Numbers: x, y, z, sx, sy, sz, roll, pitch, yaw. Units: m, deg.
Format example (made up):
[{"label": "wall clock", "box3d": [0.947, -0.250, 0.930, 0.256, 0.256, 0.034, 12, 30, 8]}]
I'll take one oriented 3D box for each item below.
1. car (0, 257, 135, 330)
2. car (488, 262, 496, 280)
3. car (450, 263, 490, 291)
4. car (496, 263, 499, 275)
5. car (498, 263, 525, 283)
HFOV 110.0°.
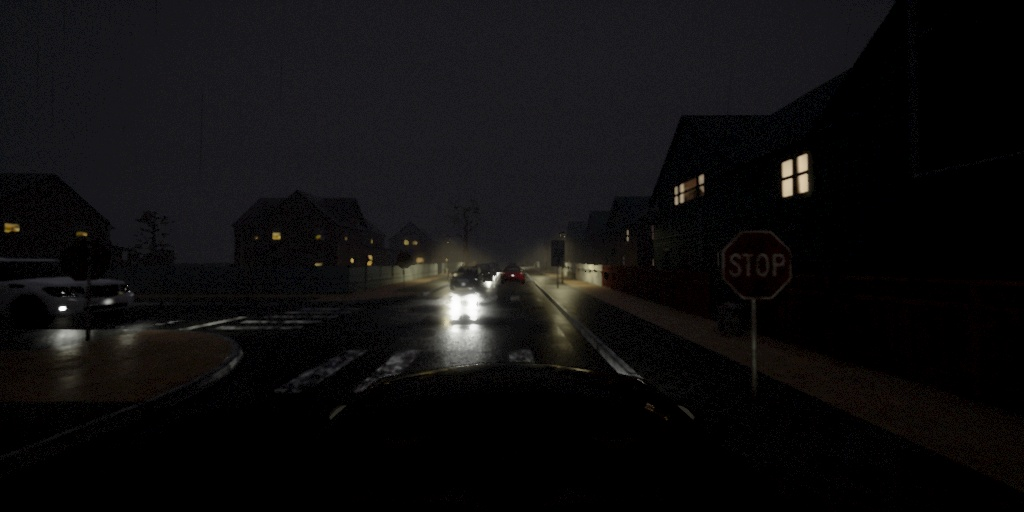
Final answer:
[{"label": "car", "box3d": [-14.979, 1.032, 10.831, 5.566, 2.045, 2.150, 0, -1, -1]}, {"label": "car", "box3d": [-2.892, 1.520, 35.013, 1.882, 1.535, 5.008, 0, -1, 0]}, {"label": "car", "box3d": [-2.881, 1.434, 23.695, 2.128, 1.511, 4.902, 0, -1, 0]}, {"label": "car", "box3d": [-2.902, 1.659, 45.117, 1.812, 1.442, 4.674, 0, -1, 0]}, {"label": "car", "box3d": [0.059, 1.569, 30.867, 1.994, 1.385, 4.181, 0, -1, 0]}]
